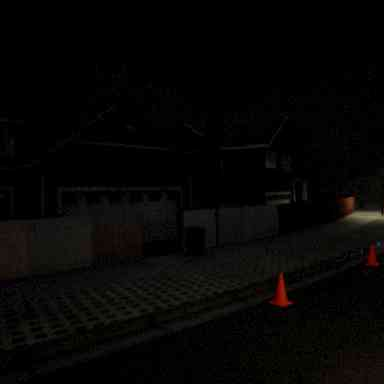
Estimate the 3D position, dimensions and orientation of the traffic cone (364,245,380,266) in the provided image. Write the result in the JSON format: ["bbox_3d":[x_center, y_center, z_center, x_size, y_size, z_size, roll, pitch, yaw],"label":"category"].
[{"bbox_3d":[5.337,1.860,9.863,0.340,0.580,0.340,-1,0,-44],"label":"traffic cone"}]

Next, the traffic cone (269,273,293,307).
[{"bbox_3d":[1.764,1.907,6.589,0.340,0.580,0.340,-1,0,-41],"label":"traffic cone"}]
